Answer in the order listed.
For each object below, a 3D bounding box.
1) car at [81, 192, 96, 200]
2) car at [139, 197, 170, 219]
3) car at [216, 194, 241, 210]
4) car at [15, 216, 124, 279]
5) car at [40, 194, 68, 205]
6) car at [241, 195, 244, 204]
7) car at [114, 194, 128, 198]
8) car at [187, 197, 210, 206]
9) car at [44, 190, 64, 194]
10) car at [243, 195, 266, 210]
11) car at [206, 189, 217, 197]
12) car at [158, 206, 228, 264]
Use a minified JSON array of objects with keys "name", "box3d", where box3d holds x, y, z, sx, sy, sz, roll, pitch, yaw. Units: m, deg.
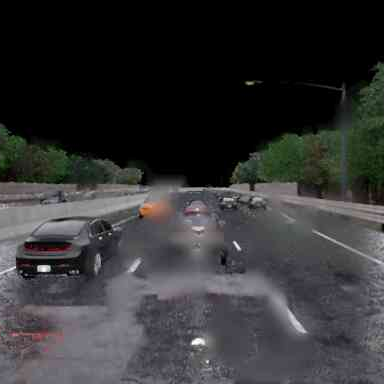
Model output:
[{"name":"car","box3d":[-19.921,0.830,64.434,1.812,1.442,4.674,0,1,1]},{"name":"car","box3d":[-3.052,1.209,27.979,2.097,1.767,4.553,0,1,1]},{"name":"car","box3d":[4.042,1.273,37.652,1.812,1.442,4.674,0,1,1]},{"name":"car","box3d":[-3.338,1.477,9.957,1.837,1.490,4.892,0,0,0]},{"name":"car","box3d":[-16.978,1.272,41.167,1.994,1.385,4.181,0,1,1]},{"name":"car","box3d":[7.780,1.137,49.097,1.994,1.385,4.181,0,1,1]},{"name":"car","box3d":[-12.989,0.955,61.673,1.895,1.301,4.718,0,1,2]},{"name":"car","box3d":[0.476,1.407,29.414,1.994,1.385,4.181,0,1,1]},{"name":"car","box3d":[-23.612,0.678,56.473,2.150,2.045,5.566,0,1,2]},{"name":"car","box3d":[7.430,1.260,38.625,1.812,1.442,4.674,0,1,3]},{"name":"car","box3d":[4.821,0.562,75.862,1.837,1.490,4.892,0,1,1]},{"name":"car","box3d":[0.181,1.457,11.715,2.128,1.511,4.902,0,0,1]}]
